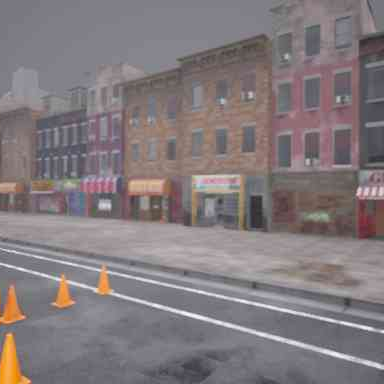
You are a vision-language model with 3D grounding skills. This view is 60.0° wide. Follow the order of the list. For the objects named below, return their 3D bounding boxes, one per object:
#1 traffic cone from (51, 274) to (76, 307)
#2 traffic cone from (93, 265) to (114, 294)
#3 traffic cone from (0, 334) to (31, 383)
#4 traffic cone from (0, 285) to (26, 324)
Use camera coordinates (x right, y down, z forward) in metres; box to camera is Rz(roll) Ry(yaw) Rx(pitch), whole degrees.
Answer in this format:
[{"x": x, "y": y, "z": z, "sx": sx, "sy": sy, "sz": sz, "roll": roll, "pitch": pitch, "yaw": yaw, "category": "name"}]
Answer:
[{"x": -2.572, "y": 1.939, "z": 6.651, "sx": 0.340, "sy": 0.580, "sz": 0.340, "roll": 0, "pitch": 0, "yaw": 36, "category": "traffic cone"}, {"x": -1.989, "y": 1.941, "z": 7.463, "sx": 0.340, "sy": 0.580, "sz": 0.340, "roll": 0, "pitch": 0, "yaw": 36, "category": "traffic cone"}, {"x": -2.114, "y": 1.944, "z": 3.859, "sx": 0.340, "sy": 0.580, "sz": 0.340, "roll": 0, "pitch": 0, "yaw": 36, "category": "traffic cone"}, {"x": -3.155, "y": 1.938, "z": 5.838, "sx": 0.340, "sy": 0.580, "sz": 0.340, "roll": 0, "pitch": 0, "yaw": 36, "category": "traffic cone"}]
